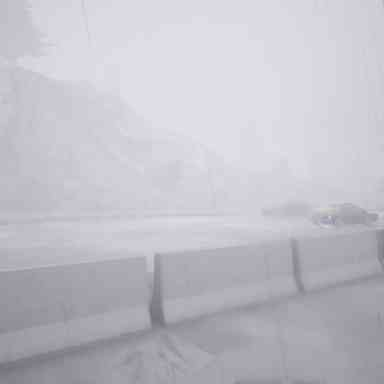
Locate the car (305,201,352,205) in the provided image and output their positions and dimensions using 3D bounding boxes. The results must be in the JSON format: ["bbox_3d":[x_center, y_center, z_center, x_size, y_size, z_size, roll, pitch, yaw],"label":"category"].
[{"bbox_3d":[11.901,1.512,26.937,5.008,1.535,1.882,0,0,-26],"label":"car"}]

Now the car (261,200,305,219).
[{"bbox_3d":[8.326,1.493,29.057,5.008,1.535,1.882,0,0,-27],"label":"car"}]

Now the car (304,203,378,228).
[{"bbox_3d":[10.060,1.630,22.112,4.718,1.301,1.895,0,0,-27],"label":"car"}]
